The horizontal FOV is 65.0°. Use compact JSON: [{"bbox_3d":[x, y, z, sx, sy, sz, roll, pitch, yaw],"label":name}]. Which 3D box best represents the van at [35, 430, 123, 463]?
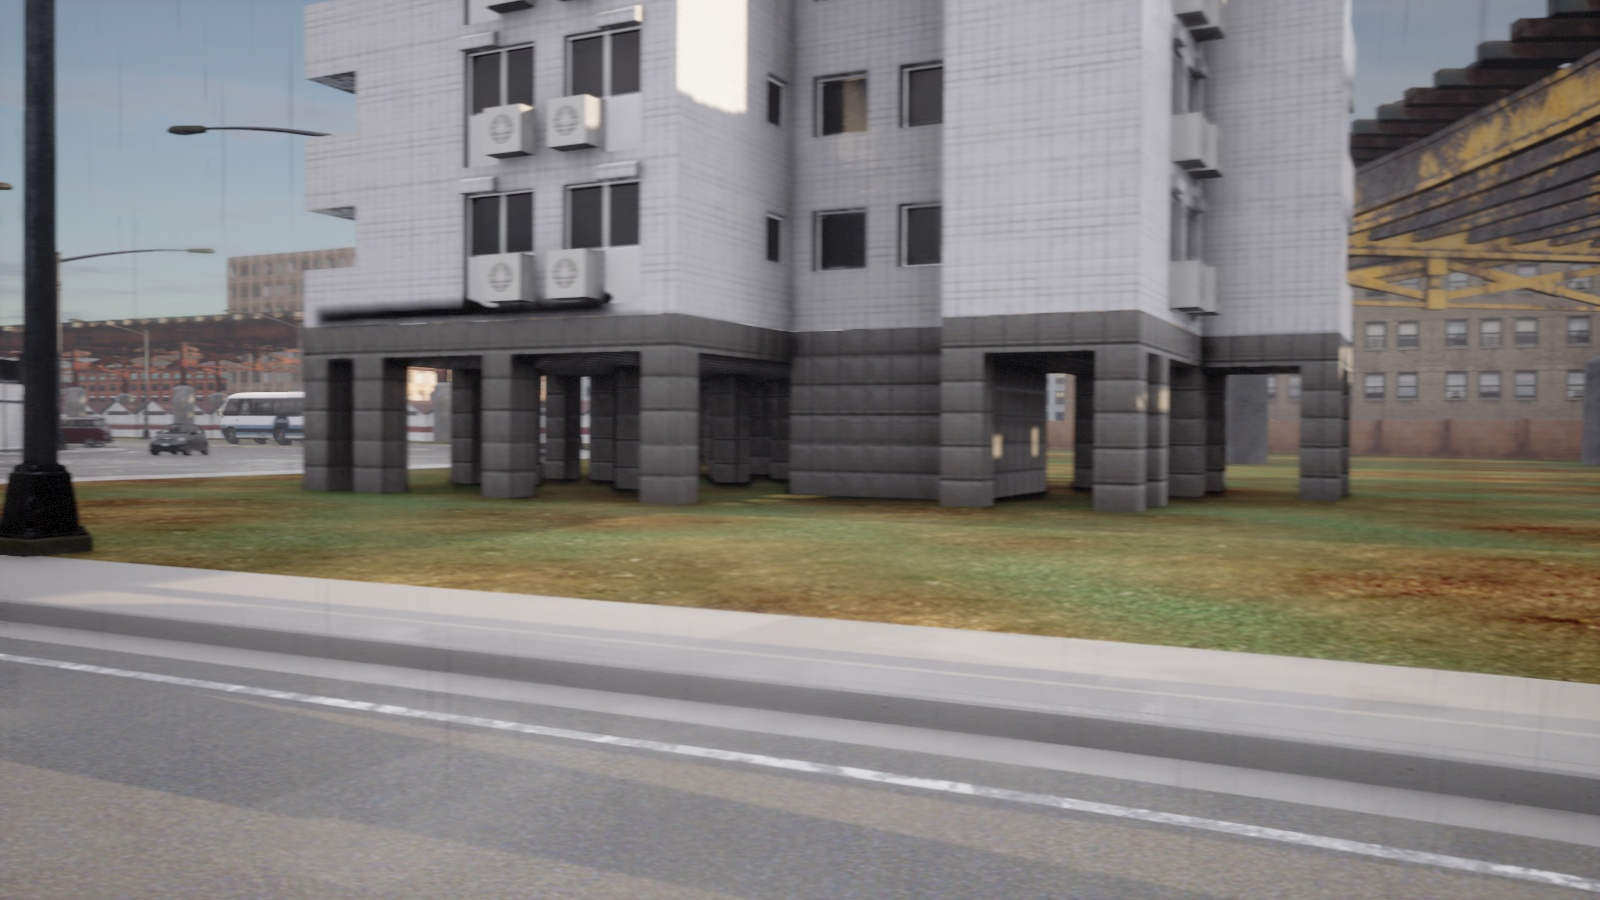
[{"bbox_3d":[-45.106,-0.250,78.625,4.442,1.987,1.775,-1,1,-10],"label":"van"}]

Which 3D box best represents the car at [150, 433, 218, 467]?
[{"bbox_3d":[-30.686,-0.009,62.663,1.851,1.617,3.988,-1,1,-8],"label":"car"}]
